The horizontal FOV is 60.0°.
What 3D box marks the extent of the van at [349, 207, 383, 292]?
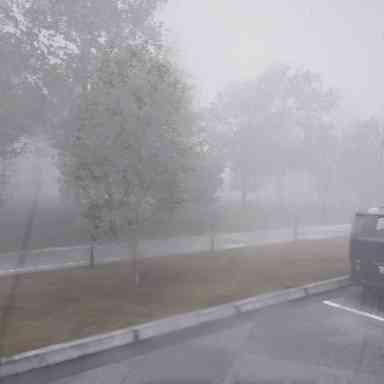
[{"bbox_3d":[5.692,1.269,7.817,4.442,1.987,1.878,-1,0,-33],"label":"van"}]
